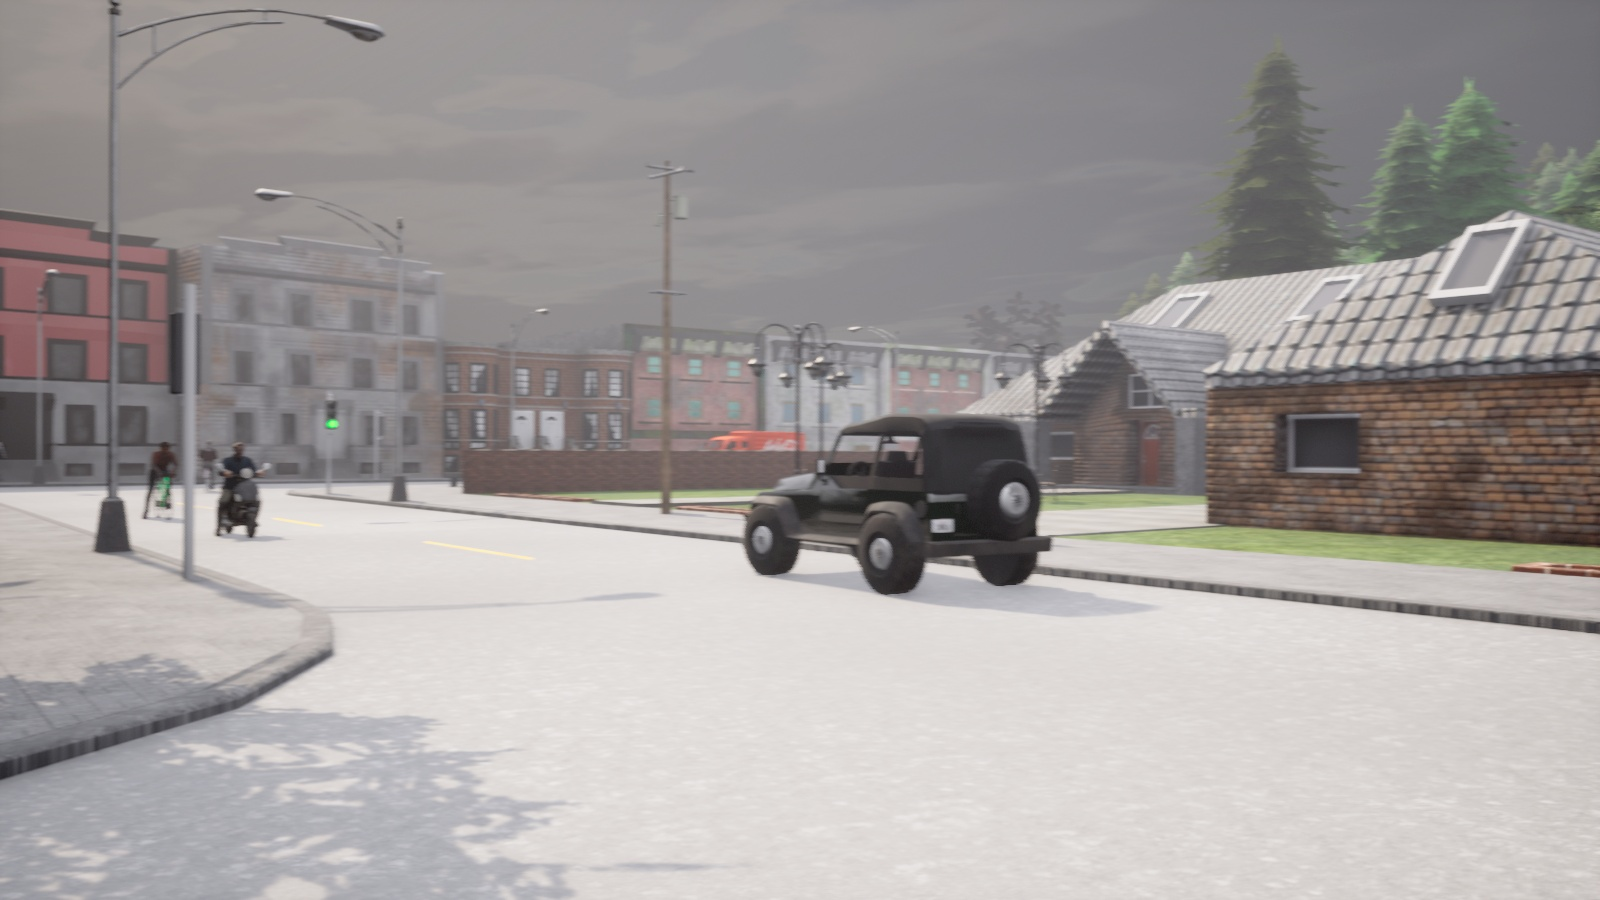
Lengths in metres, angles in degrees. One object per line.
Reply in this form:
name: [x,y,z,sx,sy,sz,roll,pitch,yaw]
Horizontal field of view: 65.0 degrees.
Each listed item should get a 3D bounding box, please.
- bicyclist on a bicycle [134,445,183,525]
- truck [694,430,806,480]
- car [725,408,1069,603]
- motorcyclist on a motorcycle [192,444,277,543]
bicyclist on a bicycle: [-13.325,0.702,26.065,0.582,1.620,1.656,0,0,-38]
truck: [-2.570,0.258,65.108,5.204,2.467,2.627,0,0,-38]
car: [0.953,0.539,14.226,1.905,1.878,3.866,0,0,-34]
motorcyclist on a motorcycle: [-9.556,0.701,21.188,0.866,1.590,1.817,0,0,-39]
